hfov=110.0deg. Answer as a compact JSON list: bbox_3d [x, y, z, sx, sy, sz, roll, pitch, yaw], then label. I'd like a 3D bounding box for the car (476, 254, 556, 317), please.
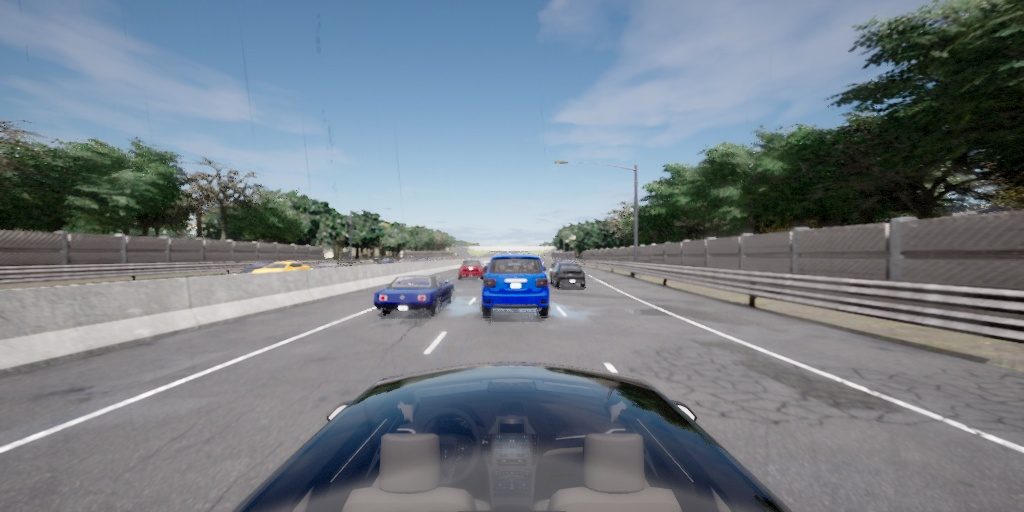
[{"bbox_3d":[0.119,0.951,13.166,2.150,2.045,5.566,0,0,0],"label":"car"}]

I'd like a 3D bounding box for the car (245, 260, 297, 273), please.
[{"bbox_3d":[-17.517,1.181,27.529,1.882,1.535,5.008,0,0,0],"label":"car"}]

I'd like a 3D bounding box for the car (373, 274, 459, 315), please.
[{"bbox_3d":[-3.380,1.329,13.393,1.895,1.301,4.718,0,0,0],"label":"car"}]

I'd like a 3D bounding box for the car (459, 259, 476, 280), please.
[{"bbox_3d":[-3.299,1.053,31.040,2.097,1.767,4.553,0,0,0],"label":"car"}]

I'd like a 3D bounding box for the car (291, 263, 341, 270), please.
[{"bbox_3d":[-14.023,1.305,26.898,1.895,1.301,4.718,0,0,0],"label":"car"}]

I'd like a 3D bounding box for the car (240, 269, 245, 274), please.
[{"bbox_3d":[-20.996,1.263,30.676,1.994,1.385,4.181,0,0,0],"label":"car"}]

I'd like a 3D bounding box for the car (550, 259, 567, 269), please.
[{"bbox_3d":[7.336,1.191,57.432,2.128,1.511,4.902,0,0,1],"label":"car"}]

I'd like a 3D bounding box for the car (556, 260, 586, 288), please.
[{"bbox_3d":[3.557,1.215,23.413,1.837,1.490,4.892,0,0,0],"label":"car"}]
